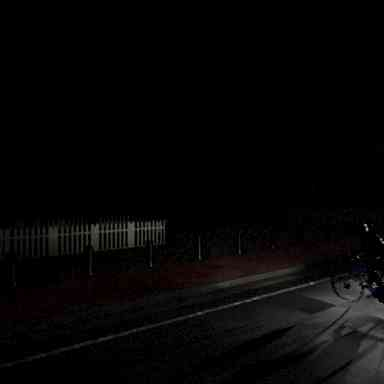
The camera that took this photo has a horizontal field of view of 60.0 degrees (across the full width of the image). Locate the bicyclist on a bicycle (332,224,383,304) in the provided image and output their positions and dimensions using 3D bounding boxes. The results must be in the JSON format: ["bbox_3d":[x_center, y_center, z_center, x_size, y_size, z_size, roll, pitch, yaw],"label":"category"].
[{"bbox_3d":[3.469,1.454,6.462,0.582,1.620,1.656,0,-2,-36],"label":"bicyclist on a bicycle"}]
